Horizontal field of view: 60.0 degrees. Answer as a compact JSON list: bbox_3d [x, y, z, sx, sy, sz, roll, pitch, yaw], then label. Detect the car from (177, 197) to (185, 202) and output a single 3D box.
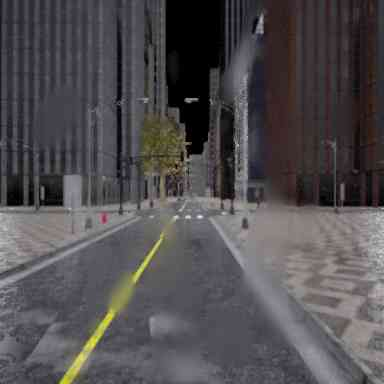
[{"bbox_3d":[-2.979,1.902,88.060,1.994,1.385,4.181,0,0,0],"label":"car"}]
